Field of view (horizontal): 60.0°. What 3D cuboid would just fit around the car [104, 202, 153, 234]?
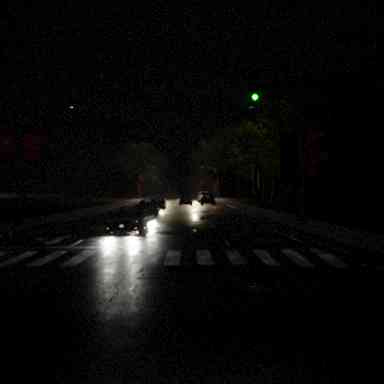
[{"bbox_3d":[-3.572,1.511,18.766,1.994,1.385,4.181,0,0,-1],"label":"car"}]

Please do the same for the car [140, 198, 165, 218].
[{"bbox_3d":[-3.813,1.383,29.110,2.128,1.511,4.902,0,0,-1],"label":"car"}]

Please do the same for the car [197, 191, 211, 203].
[{"bbox_3d":[2.090,0.912,59.630,2.150,2.045,5.566,0,0,-1],"label":"car"}]

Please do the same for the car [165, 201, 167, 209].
[{"bbox_3d":[-4.027,1.383,39.551,2.033,1.411,5.357,0,0,-1],"label":"car"}]

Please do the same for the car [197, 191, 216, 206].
[{"bbox_3d":[2.317,1.097,49.565,2.097,1.767,4.553,0,0,-1],"label":"car"}]

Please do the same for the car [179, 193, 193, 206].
[{"bbox_3d":[-0.932,1.327,49.524,1.994,1.385,4.181,0,0,-1],"label":"car"}]
